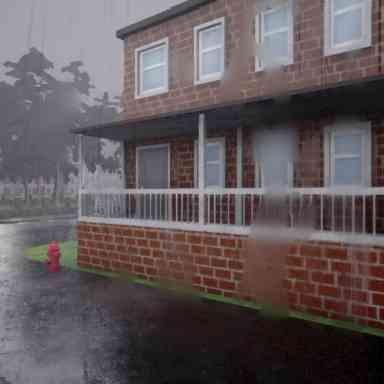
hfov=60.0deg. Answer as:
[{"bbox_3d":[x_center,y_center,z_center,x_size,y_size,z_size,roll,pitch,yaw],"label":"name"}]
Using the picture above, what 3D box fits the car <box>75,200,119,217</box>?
[{"bbox_3d":[-7.610,1.505,28.483,1.837,1.490,4.892,0,0,36],"label":"car"}]
